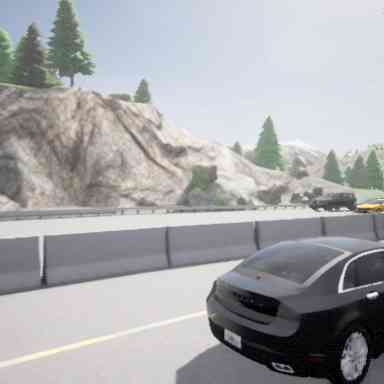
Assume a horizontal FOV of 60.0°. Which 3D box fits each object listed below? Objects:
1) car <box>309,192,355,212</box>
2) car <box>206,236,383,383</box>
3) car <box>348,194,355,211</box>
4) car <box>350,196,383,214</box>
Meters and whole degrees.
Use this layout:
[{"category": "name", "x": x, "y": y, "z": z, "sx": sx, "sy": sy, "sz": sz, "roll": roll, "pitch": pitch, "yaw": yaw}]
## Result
[{"category": "car", "x": 15.422, "y": 1.043, "z": 36.158, "sx": 5.566, "sy": 2.045, "sz": 2.150, "roll": 0, "pitch": 0, "yaw": -23}, {"category": "car", "x": 2.500, "y": 1.478, "z": 5.281, "sx": 4.892, "sy": 1.490, "sz": 1.837, "roll": 0, "pitch": 0, "yaw": -34}, {"category": "car", "x": 18.649, "y": 1.308, "z": 33.703, "sx": 5.008, "sy": 1.535, "sz": 1.882, "roll": 0, "pitch": 0, "yaw": -22}, {"category": "car", "x": 16.600, "y": 1.331, "z": 29.028, "sx": 5.008, "sy": 1.535, "sz": 1.882, "roll": 0, "pitch": 0, "yaw": -24}]
